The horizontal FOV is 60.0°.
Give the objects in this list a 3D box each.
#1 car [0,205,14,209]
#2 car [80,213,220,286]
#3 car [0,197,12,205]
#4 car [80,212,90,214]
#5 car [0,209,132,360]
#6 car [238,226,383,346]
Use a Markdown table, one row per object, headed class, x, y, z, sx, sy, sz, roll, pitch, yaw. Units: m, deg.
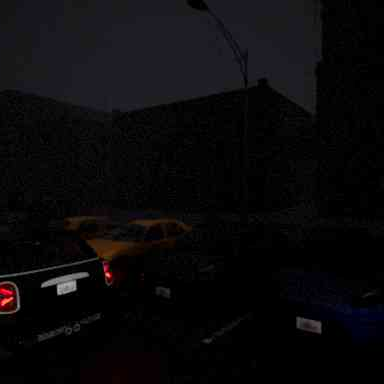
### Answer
| class | x | y | z | sx | sy | sz | roll | pitch | yaw |
| --- | --- | --- | --- | --- | --- | --- | --- | --- | --- |
| car | -7.983 | 1.510 | 14.970 | 1.946 | 1.575 | 5.366 | 0 | 0 | 36 |
| car | -1.483 | 1.487 | 9.831 | 1.946 | 1.575 | 5.366 | 0 | 0 | 36 |
| car | -12.584 | 1.283 | 18.016 | 2.435 | 2.045 | 5.566 | 0 | 0 | 36 |
| car | -3.507 | 1.493 | 11.749 | 1.946 | 1.575 | 5.366 | 0 | 0 | 36 |
| car | -3.474 | 1.361 | 5.895 | 4.553 | 1.767 | 2.097 | 0 | 0 | 36 |
| car | 3.077 | 1.511 | 6.729 | 2.163 | 1.488 | 4.792 | 0 | 0 | 36 |
